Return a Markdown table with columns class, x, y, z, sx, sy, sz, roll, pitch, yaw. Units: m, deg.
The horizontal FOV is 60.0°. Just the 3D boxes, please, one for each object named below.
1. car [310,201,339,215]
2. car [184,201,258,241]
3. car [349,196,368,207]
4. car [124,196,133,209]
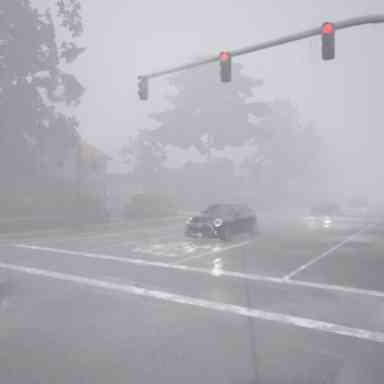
| class | x | y | z | sx | sy | sz | roll | pitch | yaw |
| --- | --- | --- | --- | --- | --- | --- | --- | --- | --- |
| car | 13.410 | 1.599 | 33.647 | 1.895 | 1.301 | 4.718 | 0 | 0 | 35 |
| car | 1.580 | 1.353 | 16.787 | 2.097 | 1.767 | 4.553 | 0 | 0 | 35 |
| car | 25.211 | 1.366 | 50.297 | 2.097 | 1.767 | 4.553 | 0 | 0 | 35 |
| car | -5.491 | 1.168 | 35.947 | 3.806 | 1.475 | 1.970 | 0 | 0 | 36 |
